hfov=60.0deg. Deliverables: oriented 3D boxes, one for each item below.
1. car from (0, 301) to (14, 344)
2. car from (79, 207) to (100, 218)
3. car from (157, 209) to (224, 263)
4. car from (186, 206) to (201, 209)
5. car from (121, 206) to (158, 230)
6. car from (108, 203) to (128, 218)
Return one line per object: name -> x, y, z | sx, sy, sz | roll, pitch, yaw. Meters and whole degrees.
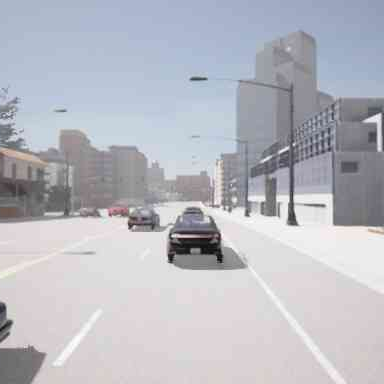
car -> -3.400, 1.552, 2.144 | 2.033, 1.411, 5.357 | 0, 0, 0
car -> -14.055, 2.839, 46.095 | 1.812, 1.442, 4.674 | 0, -3, 0
car -> 0.101, 1.567, 12.289 | 2.128, 1.511, 4.902 | 0, -1, 0
car -> 0.102, 2.054, 29.427 | 1.837, 1.490, 4.892 | 0, -2, 0
car -> -3.398, 1.899, 24.034 | 2.033, 1.411, 5.357 | 0, -2, 0
car -> -10.540, 2.617, 48.135 | 2.150, 2.045, 5.566 | 0, -2, 1
